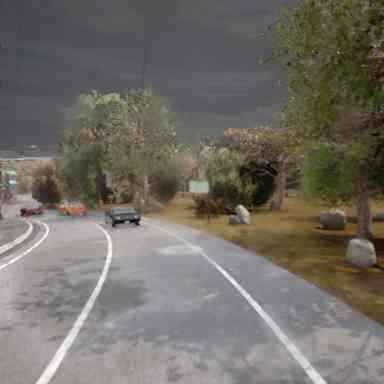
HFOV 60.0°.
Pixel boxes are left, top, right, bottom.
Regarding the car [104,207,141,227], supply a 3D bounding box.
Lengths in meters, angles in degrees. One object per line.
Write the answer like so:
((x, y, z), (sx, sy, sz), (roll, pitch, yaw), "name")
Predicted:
((-5.062, 1.699, 23.715), (1.895, 1.301, 4.718), (-2, 0, -22), "car")

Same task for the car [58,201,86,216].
((-14.261, 1.807, 39.284), (2.097, 1.767, 4.553), (-4, 1, -36), "car")

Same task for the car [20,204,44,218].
((-19.880, 2.262, 41.224), (1.882, 1.535, 5.008), (-4, 1, -38), "car")
